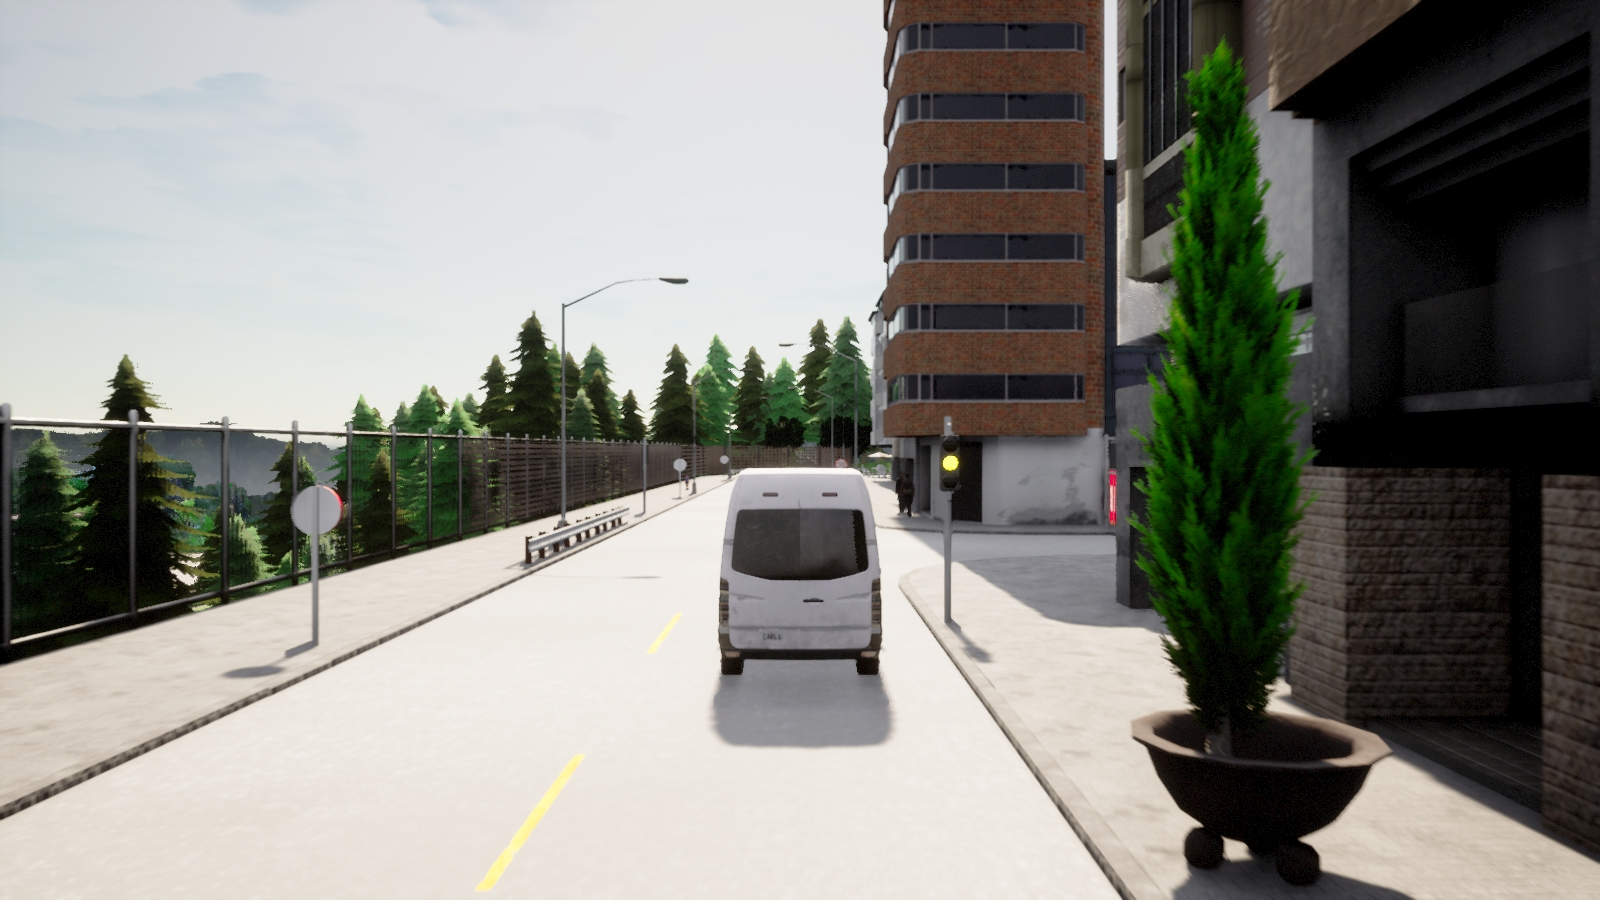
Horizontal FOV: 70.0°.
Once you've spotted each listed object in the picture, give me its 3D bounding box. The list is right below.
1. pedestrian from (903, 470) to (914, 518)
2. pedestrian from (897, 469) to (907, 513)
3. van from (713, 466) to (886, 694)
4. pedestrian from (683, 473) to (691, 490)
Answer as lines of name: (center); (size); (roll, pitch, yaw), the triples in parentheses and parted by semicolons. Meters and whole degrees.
pedestrian: (4.244, 1.732, 44.765); (0.375, 1.860, 0.375); (0, 0, -4)
pedestrian: (4.310, 1.733, 48.124); (0.375, 1.860, 0.375); (0, 0, -3)
van: (-0.006, 1.532, 16.067); (1.988, 2.561, 5.915); (0, 0, 0)
pedestrian: (-7.571, 2.118, 76.667); (0.500, 1.100, 0.500); (0, 0, 1)
